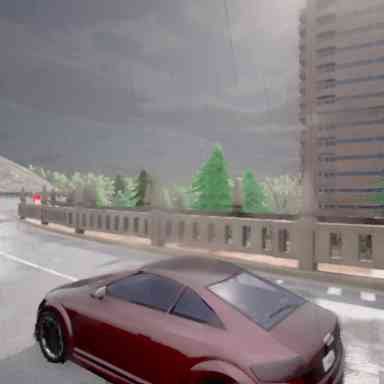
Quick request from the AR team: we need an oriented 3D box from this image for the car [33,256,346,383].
[{"bbox_3d":[-0.273,1.586,4.419,4.181,1.385,1.994,0,0,37],"label":"car"}]
